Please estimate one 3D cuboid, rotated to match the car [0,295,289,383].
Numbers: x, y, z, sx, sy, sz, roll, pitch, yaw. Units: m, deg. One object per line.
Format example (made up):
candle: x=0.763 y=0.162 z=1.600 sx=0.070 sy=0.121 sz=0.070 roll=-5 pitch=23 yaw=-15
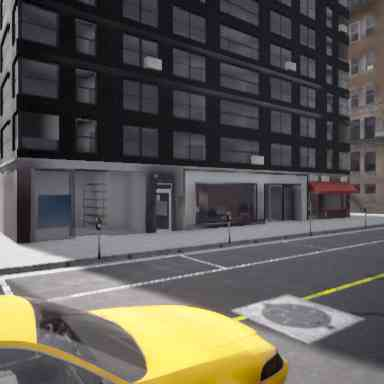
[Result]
car: x=-1.550 y=1.450 z=2.327 sx=5.366 sy=1.575 sz=1.801 roll=0 pitch=0 yaw=-35
